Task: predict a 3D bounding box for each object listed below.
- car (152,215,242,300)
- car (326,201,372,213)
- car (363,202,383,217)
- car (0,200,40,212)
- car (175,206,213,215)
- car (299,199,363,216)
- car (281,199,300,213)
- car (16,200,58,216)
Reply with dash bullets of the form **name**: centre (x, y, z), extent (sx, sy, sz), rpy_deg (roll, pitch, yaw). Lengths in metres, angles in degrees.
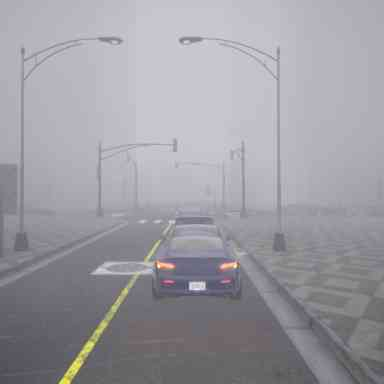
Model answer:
- **car**: centre (0.105, 1.528, 8.292), extent (1.812, 1.442, 4.674), rpy_deg (0, 0, 0)
- **car**: centre (18.010, 1.694, 38.293), extent (4.403, 1.369, 2.008), rpy_deg (0, -1, 0)
- **car**: centre (18.007, 1.579, 29.769), extent (4.313, 1.339, 1.947), rpy_deg (0, -1, 0)
- **car**: centre (-20.151, 1.580, 38.173), extent (4.403, 1.369, 2.008), rpy_deg (0, -1, 0)
- **car**: centre (0.103, 1.483, 17.630), extent (1.882, 1.535, 5.008), rpy_deg (0, 0, 0)
- **car**: centre (12.337, 1.544, 29.751), extent (4.403, 1.369, 2.008), rpy_deg (0, -1, 0)
- **car**: centre (12.340, 1.563, 38.277), extent (4.097, 1.590, 1.967), rpy_deg (0, -1, 0)
- **car**: centre (-14.583, 1.437, 29.667), extent (4.829, 1.417, 1.752), rpy_deg (0, -1, 0)
